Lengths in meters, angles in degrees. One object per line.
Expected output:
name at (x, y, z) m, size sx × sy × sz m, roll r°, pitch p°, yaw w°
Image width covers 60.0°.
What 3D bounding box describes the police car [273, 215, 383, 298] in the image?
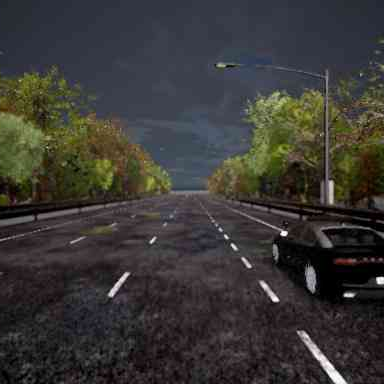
police car at (3.480, 1.418, 8.635) m, size 1.930 × 1.638 × 5.238 m, roll 0°, pitch 0°, yaw 0°
